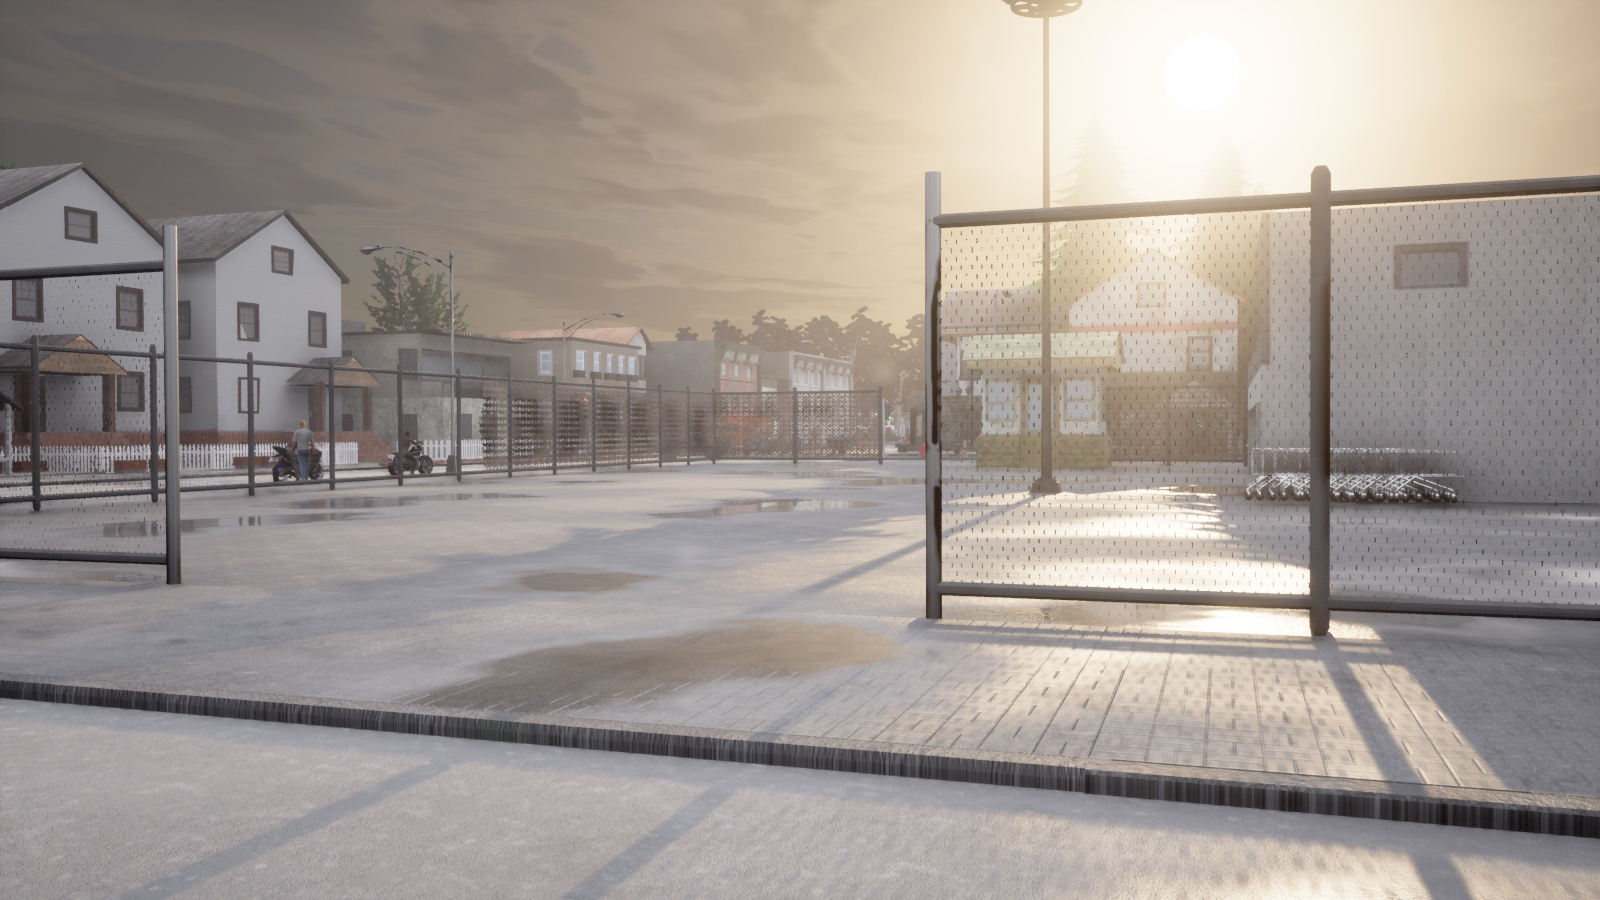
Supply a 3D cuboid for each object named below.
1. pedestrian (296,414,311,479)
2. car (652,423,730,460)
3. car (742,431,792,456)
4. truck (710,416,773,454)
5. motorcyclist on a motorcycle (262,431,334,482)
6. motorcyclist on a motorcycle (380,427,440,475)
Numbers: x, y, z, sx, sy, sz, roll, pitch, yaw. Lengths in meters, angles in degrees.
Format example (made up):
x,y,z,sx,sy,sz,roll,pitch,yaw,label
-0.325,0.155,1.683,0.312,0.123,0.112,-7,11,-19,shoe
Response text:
x,y,z,sx,sy,sz,roll,pitch,yaw,label
-14.219,-0.098,35.965,0.354,1.836,0.706,0,1,-24,pedestrian
-5.643,-0.446,65.430,3.866,1.878,1.905,0,1,0,car
-2.030,-0.432,78.975,1.816,1.474,4.193,1,1,19,car
-3.927,-1.049,85.792,2.627,2.467,5.204,1,1,18,truck
-15.574,0.178,39.026,0.866,1.530,2.191,1,1,19,motorcyclist on a motorcycle
-13.768,0.014,44.441,0.766,1.649,2.350,1,1,20,motorcyclist on a motorcycle
